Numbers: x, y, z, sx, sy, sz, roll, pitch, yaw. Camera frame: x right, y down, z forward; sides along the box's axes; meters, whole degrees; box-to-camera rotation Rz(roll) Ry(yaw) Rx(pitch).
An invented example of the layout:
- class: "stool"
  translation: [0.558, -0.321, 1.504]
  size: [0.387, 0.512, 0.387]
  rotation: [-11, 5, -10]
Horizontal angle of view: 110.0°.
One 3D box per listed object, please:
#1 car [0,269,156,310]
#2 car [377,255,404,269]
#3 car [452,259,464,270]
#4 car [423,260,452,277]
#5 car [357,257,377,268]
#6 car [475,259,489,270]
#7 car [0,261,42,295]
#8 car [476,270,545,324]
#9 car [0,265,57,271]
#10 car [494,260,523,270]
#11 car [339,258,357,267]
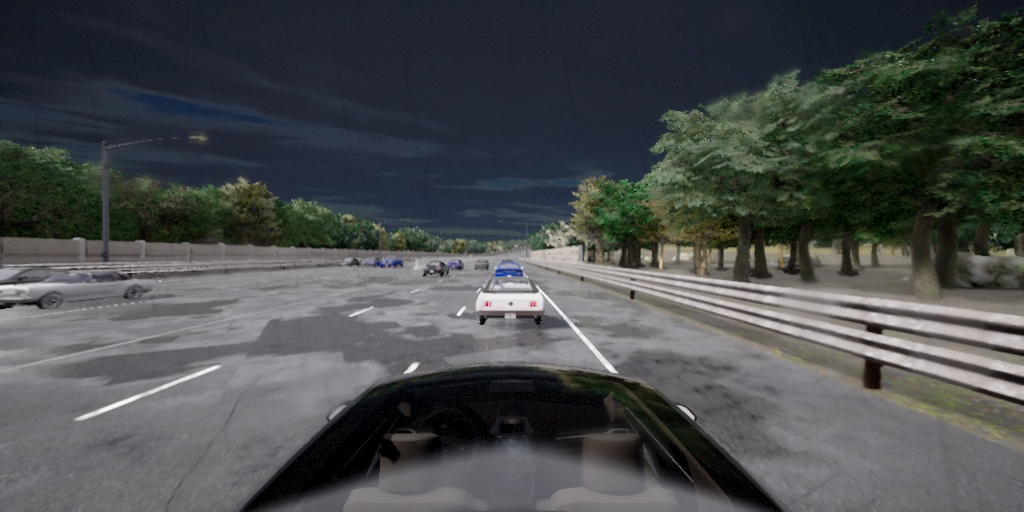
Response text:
- class: "car"
  translation: [-17.420, 1.286, 14.359]
  size: [1.895, 1.301, 4.718]
  rotation: [0, 0, -2]
- class: "car"
  translation: [-18.467, 0.847, 55.460]
  size: [2.150, 2.045, 5.566]
  rotation: [0, 0, -1]
- class: "car"
  translation: [-7.631, 1.182, 48.717]
  size: [1.812, 1.442, 4.674]
  rotation: [0, 0, -1]
- class: "car"
  translation: [-7.282, 1.201, 34.629]
  size: [1.812, 1.442, 4.674]
  rotation: [0, 0, -1]
- class: "car"
  translation: [-21.987, 0.970, 56.325]
  size: [2.097, 1.767, 4.553]
  rotation: [0, 0, -1]
- class: "car"
  translation: [-4.182, 1.153, 50.839]
  size: [2.128, 1.511, 4.902]
  rotation: [0, 0, -1]
- class: "car"
  translation: [-24.485, 1.106, 15.531]
  size: [1.837, 1.490, 4.892]
  rotation: [-1, 3, -1]
- class: "car"
  translation: [-0.054, 1.326, 11.904]
  size: [1.895, 1.301, 4.718]
  rotation: [0, 0, 0]
- class: "car"
  translation: [-20.944, 1.202, 15.218]
  size: [1.812, 1.442, 4.674]
  rotation: [0, 0, -2]
- class: "car"
  translation: [-0.211, 1.179, 25.393]
  size: [1.882, 1.535, 5.008]
  rotation: [0, 0, -1]
- class: "car"
  translation: [-25.505, 1.018, 56.499]
  size: [1.812, 1.442, 4.674]
  rotation: [-1, 0, -1]
